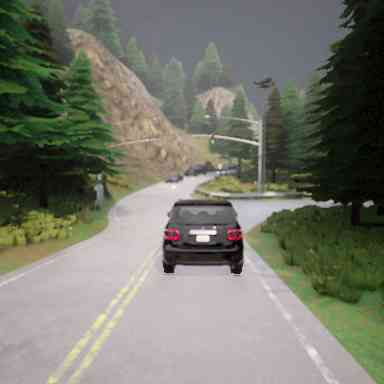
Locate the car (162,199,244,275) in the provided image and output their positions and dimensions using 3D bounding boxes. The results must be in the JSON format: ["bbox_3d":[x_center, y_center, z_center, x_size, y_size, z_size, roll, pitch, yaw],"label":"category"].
[{"bbox_3d":[0.322,1.224,10.680,2.150,2.045,5.566,0,0,1],"label":"car"}]

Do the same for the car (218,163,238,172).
[{"bbox_3d":[7.423,-5.157,68.171,4.553,1.767,2.097,-10,10,-40],"label":"car"}]

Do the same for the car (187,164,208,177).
[{"bbox_3d":[0.804,-3.933,60.626,2.150,2.045,5.566,3,10,33],"label":"car"}]

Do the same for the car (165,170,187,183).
[{"bbox_3d":[-2.724,-2.174,51.866,1.994,1.385,4.181,1,9,16],"label":"car"}]
